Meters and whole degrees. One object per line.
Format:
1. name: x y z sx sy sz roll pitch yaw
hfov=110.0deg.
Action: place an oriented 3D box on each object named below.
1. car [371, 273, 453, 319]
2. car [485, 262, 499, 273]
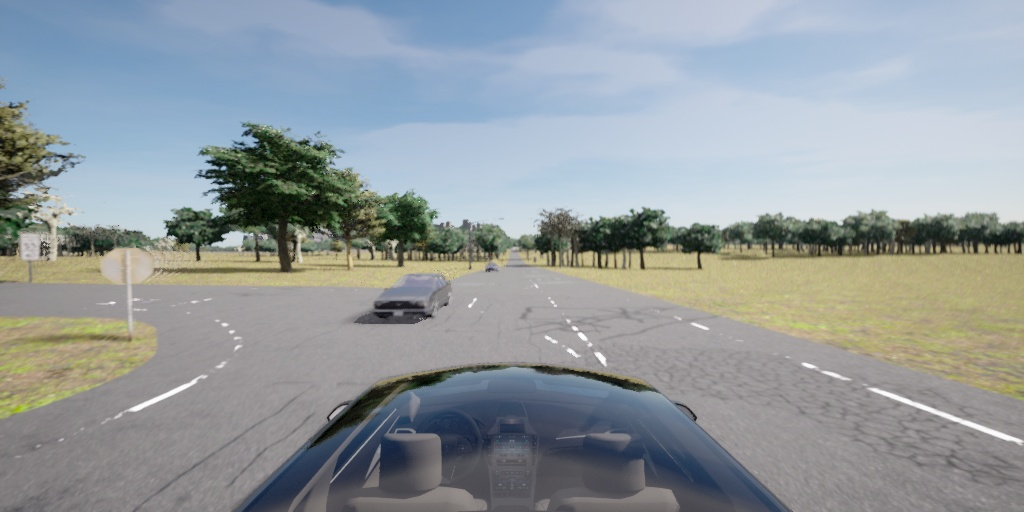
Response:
1. car: -3.456 1.353 13.581 2.033 1.411 5.357 0 1 0
2. car: -3.367 1.867 60.381 2.097 1.767 4.553 -1 -1 0
